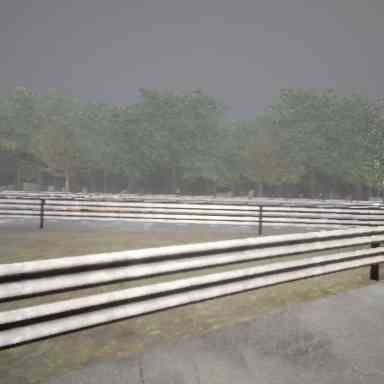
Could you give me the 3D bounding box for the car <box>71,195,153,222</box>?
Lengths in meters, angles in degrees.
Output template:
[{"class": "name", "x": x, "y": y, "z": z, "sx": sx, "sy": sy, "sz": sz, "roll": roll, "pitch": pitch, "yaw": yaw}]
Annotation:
[{"class": "car", "x": -4.954, "y": 0.962, "z": 20.814, "sx": 5.008, "sy": 1.535, "sz": 1.882, "roll": 2, "pitch": 0, "yaw": 2}]
